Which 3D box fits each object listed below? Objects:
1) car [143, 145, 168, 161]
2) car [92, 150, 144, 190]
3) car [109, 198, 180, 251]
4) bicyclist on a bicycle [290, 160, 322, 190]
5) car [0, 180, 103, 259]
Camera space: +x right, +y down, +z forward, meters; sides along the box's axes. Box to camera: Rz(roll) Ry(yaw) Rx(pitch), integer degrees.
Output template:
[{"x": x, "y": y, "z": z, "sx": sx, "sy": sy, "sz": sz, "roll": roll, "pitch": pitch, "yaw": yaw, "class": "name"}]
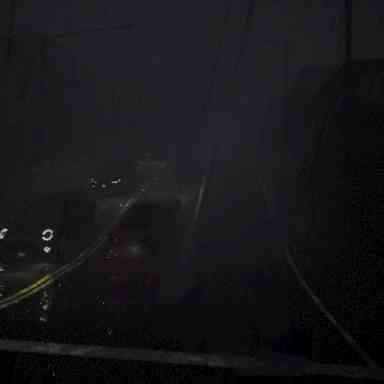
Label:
[{"x": -3.468, "y": -3.587, "z": 30.385, "sx": 1.994, "sy": 1.385, "sz": 4.181, "roll": 1, "pitch": 9, "yaw": 7, "class": "car"}, {"x": -4.619, "y": -1.306, "z": 20.515, "sx": 1.837, "sy": 1.490, "sz": 4.892, "roll": 1, "pitch": 18, "yaw": 6, "class": "car"}, {"x": -1.707, "y": 1.075, "z": 13.585, "sx": 1.895, "sy": 1.301, "sz": 4.718, "roll": 1, "pitch": 17, "yaw": 7, "class": "car"}, {"x": 6.147, "y": -0.883, "z": 17.814, "sx": 1.656, "sy": 1.620, "sz": 0.582, "roll": 2, "pitch": 15, "yaw": 10, "class": "bicyclist on a bicycle"}, {"x": -5.429, "y": 0.976, "z": 13.035, "sx": 2.097, "sy": 1.767, "sz": 4.553, "roll": 1, "pitch": 14, "yaw": 6, "class": "car"}]
